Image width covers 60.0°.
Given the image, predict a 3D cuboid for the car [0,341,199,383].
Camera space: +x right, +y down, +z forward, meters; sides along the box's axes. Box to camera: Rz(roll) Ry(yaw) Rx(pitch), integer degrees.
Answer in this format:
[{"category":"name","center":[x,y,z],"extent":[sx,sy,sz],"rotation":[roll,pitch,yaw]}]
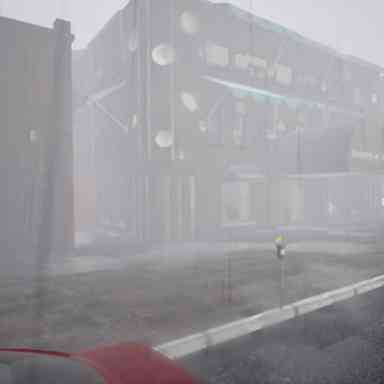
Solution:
[{"category":"car","center":[-1.869,1.550,1.108],"extent":[4.507,1.381,1.887],"rotation":[0,0,-35]}]
